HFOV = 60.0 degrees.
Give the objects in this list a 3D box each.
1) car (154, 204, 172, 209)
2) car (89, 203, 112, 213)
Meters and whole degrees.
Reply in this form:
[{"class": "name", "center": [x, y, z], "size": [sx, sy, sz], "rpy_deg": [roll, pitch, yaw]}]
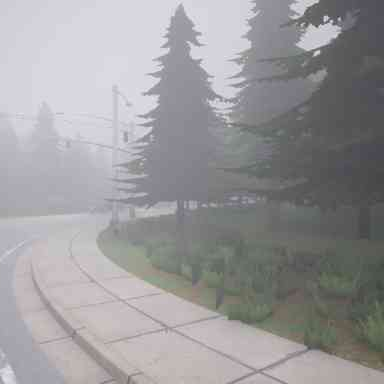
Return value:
[{"class": "car", "center": [-4.495, 1.526, 45.422], "size": [1.812, 1.442, 4.674], "rpy_deg": [0, 0, 29]}, {"class": "car", "center": [-9.140, 1.491, 36.517], "size": [2.128, 1.511, 4.902], "rpy_deg": [0, 0, 27]}]
